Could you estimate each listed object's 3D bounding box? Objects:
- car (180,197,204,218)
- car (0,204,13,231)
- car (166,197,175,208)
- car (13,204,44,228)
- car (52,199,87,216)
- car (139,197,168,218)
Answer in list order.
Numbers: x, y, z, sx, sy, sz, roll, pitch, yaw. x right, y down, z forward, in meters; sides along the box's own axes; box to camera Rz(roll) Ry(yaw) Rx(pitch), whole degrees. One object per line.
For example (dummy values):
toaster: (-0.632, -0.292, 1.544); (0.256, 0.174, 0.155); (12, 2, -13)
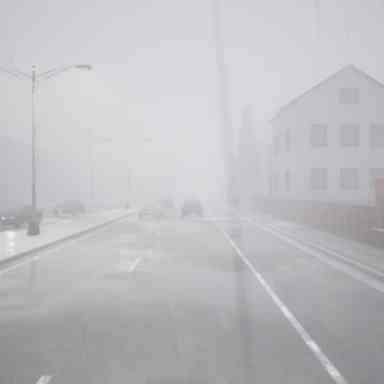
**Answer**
car: (0.013, 1.451, 29.341); (1.837, 1.490, 4.892); (0, 0, 0)
car: (-11.587, 1.473, 17.110); (1.837, 1.490, 4.892); (0, 0, 0)
car: (-3.439, 1.393, 45.171); (1.882, 1.535, 5.008); (0, 0, 0)
car: (-11.499, 1.519, 22.021); (1.812, 1.442, 4.674); (0, 0, 0)
car: (-11.516, 1.433, 31.546); (2.128, 1.511, 4.902); (0, 0, 0)
car: (-3.488, 1.470, 29.452); (1.812, 1.442, 4.674); (0, 0, 1)
